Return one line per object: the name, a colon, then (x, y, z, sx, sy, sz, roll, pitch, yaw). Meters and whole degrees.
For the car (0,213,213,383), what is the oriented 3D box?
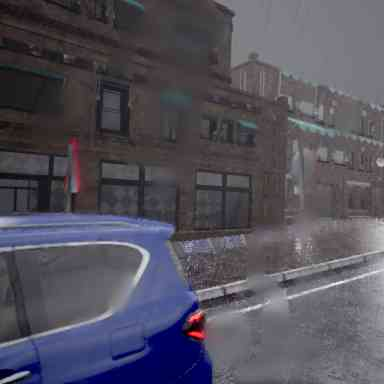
car: (-2.426, 1.222, 1.951, 5.566, 2.045, 2.150, 0, 0, -36)
